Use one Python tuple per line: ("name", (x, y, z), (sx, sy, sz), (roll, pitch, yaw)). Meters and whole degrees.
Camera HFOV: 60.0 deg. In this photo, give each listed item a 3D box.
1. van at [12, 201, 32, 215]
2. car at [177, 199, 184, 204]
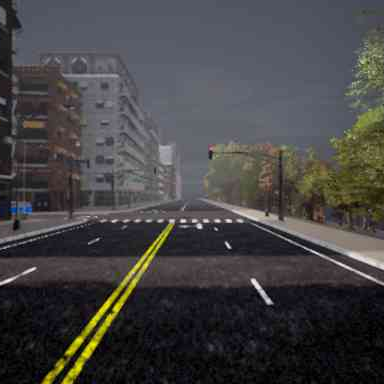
("van", (-22.719, 2.100, 42.804), (3.998, 1.788, 1.690), (-1, 0, -1))
("car", (-3.226, 2.678, 94.094), (1.994, 1.385, 4.181), (0, -1, 0))
